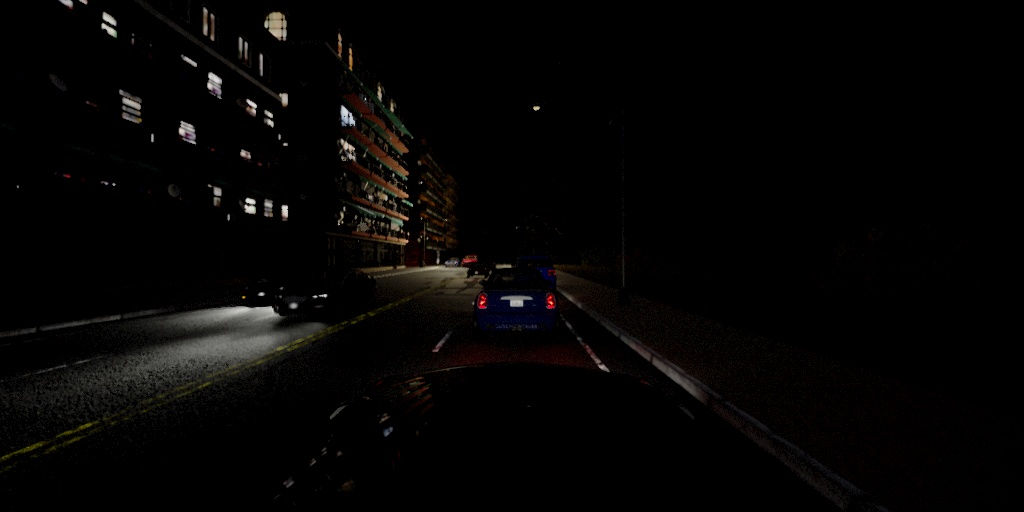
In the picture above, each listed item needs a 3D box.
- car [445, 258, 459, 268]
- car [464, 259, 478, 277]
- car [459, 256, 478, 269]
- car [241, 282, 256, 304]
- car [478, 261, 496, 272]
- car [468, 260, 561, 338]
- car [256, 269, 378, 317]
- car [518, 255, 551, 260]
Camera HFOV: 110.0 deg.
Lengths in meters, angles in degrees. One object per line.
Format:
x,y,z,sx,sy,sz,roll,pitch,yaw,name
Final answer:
-9.768,1.079,59.516,2.097,1.767,4.553,0,0,0,car
-3.118,1.265,33.822,1.812,1.442,4.674,0,0,0,car
-6.530,0.950,56.796,2.150,2.045,5.566,0,0,0,car
-9.835,1.310,16.064,1.994,1.385,4.181,0,0,0,car
-3.104,1.298,45.837,1.994,1.385,4.181,0,0,0,car
0.108,1.100,10.334,2.097,1.767,4.553,0,0,0,car
-6.590,1.239,13.265,2.128,1.511,4.902,0,0,0,car
1.156,0.970,19.908,2.150,2.045,5.566,0,0,0,car
